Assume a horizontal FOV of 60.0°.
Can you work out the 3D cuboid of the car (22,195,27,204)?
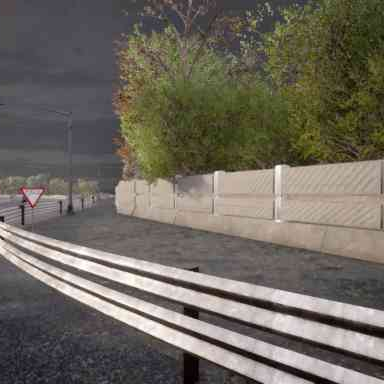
[{"bbox_3d":[-31.986,1.218,65.495,2.150,2.045,5.566,0,0,-21],"label":"car"}]
